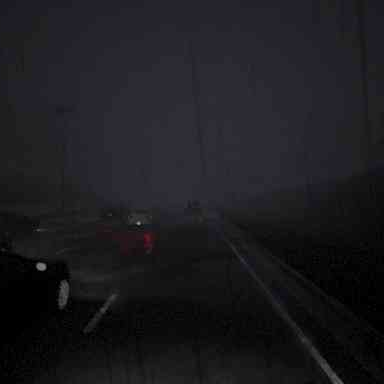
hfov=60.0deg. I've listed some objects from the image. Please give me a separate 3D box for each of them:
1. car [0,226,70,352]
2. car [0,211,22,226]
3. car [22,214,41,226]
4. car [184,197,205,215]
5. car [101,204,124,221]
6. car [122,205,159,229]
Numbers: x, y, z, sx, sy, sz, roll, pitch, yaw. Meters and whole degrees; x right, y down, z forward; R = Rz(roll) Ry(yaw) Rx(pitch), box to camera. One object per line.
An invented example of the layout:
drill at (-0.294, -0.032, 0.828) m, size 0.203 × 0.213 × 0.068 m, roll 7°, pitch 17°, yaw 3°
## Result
car at (-3.383, 1.529, 4.748) m, size 1.882 × 1.535 × 5.008 m, roll 0°, pitch -1°, yaw 0°
car at (-6.882, 1.449, 8.992) m, size 2.097 × 1.767 × 4.553 m, roll 0°, pitch -1°, yaw 0°
car at (-10.384, 1.744, 18.375) m, size 2.033 × 1.411 × 5.357 m, roll 0°, pitch -1°, yaw 0°
car at (0.175, 1.786, 40.220) m, size 2.097 × 1.767 × 4.553 m, roll 0°, pitch -1°, yaw 1°
car at (-6.873, 1.806, 30.503) m, size 1.882 × 1.535 × 5.008 m, roll 0°, pitch -1°, yaw 0°
car at (-3.379, 1.778, 23.384) m, size 1.812 × 1.442 × 4.674 m, roll 0°, pitch -1°, yaw 0°
